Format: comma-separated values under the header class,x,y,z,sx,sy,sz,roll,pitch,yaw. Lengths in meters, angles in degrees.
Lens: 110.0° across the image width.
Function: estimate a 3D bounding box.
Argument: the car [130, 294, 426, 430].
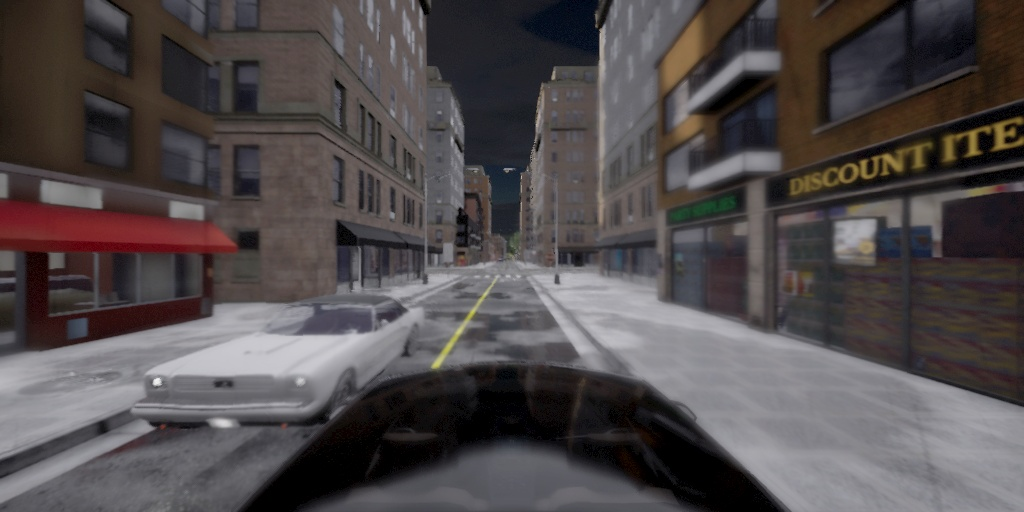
class,x,y,z,sx,sy,sz,roll,pitch,yaw
car,-2.852,1.354,5.754,1.895,1.301,4.718,0,0,0
